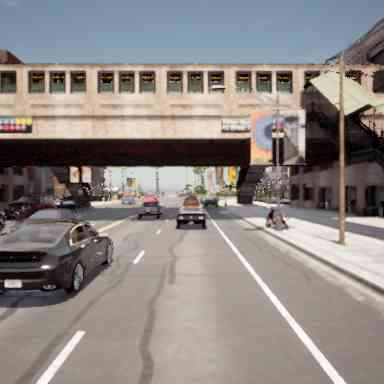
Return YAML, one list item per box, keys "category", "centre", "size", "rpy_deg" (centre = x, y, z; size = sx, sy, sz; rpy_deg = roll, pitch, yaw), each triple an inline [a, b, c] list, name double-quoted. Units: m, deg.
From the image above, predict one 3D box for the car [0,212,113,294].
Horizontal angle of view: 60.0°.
- category: "car"
  centre: [-3.454, 1.513, 8.827]
  size: [1.837, 1.490, 4.892]
  rpy_deg: [0, 0, 0]

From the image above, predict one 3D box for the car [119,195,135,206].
- category: "car"
  centre: [-10.809, 1.543, 56.751]
  size: [1.812, 1.442, 4.674]
  rpy_deg: [0, 0, 0]

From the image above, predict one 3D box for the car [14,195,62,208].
- category: "car"
  centre: [-13.750, 1.263, 28.781]
  size: [2.435, 2.045, 5.566]
  rpy_deg: [0, 0, -1]

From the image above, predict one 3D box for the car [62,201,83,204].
- category: "car"
  centre: [-13.845, 1.628, 36.177]
  size: [1.895, 1.301, 4.718]
  rpy_deg: [0, 0, -1]

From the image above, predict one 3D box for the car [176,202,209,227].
- category: "car"
  centre: [-0.065, 1.594, 22.387]
  size: [1.895, 1.301, 4.718]
  rpy_deg: [0, 0, 0]

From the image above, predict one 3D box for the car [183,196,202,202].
- category: "car"
  centre: [-0.089, 1.339, 42.467]
  size: [2.097, 1.767, 4.553]
  rpy_deg: [0, 0, 0]

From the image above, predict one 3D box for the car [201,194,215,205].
- category: "car"
  centre: [2.770, 1.328, 58.295]
  size: [2.185, 1.767, 4.553]
  rpy_deg: [0, 0, -1]

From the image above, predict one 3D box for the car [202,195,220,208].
- category: "car"
  centre: [2.809, 1.458, 47.519]
  size: [2.231, 1.521, 4.892]
  rpy_deg: [0, 0, 9]

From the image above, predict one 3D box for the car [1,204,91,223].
- category: "car"
  centre: [-7.215, 1.565, 17.208]
  size: [2.033, 1.411, 5.357]
  rpy_deg: [0, 0, 0]

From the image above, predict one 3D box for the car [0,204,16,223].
- category: "car"
  centre: [-10.701, 1.520, 15.477]
  size: [2.128, 1.511, 4.902]
  rpy_deg: [0, 0, 0]

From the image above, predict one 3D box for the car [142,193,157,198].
- category: "car"
  centre: [-7.311, 1.230, 57.948]
  size: [2.150, 2.045, 5.566]
  rpy_deg: [0, 0, 0]

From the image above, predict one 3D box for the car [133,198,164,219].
- category: "car"
  centre: [-3.597, 1.550, 29.575]
  size: [2.033, 1.411, 5.357]
  rpy_deg: [0, 0, 0]

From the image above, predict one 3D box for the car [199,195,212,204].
- category: "car"
  centre: [2.587, 1.453, 64.719]
  size: [2.097, 1.535, 5.008]
  rpy_deg: [0, 0, -1]
